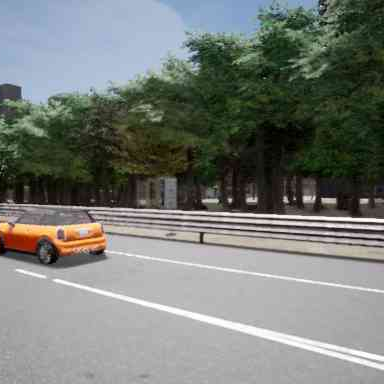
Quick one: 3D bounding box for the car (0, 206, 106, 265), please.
[{"bbox_3d":[-5.212,1.354,11.904,4.553,1.767,2.097,0,0,35],"label":"car"}]
